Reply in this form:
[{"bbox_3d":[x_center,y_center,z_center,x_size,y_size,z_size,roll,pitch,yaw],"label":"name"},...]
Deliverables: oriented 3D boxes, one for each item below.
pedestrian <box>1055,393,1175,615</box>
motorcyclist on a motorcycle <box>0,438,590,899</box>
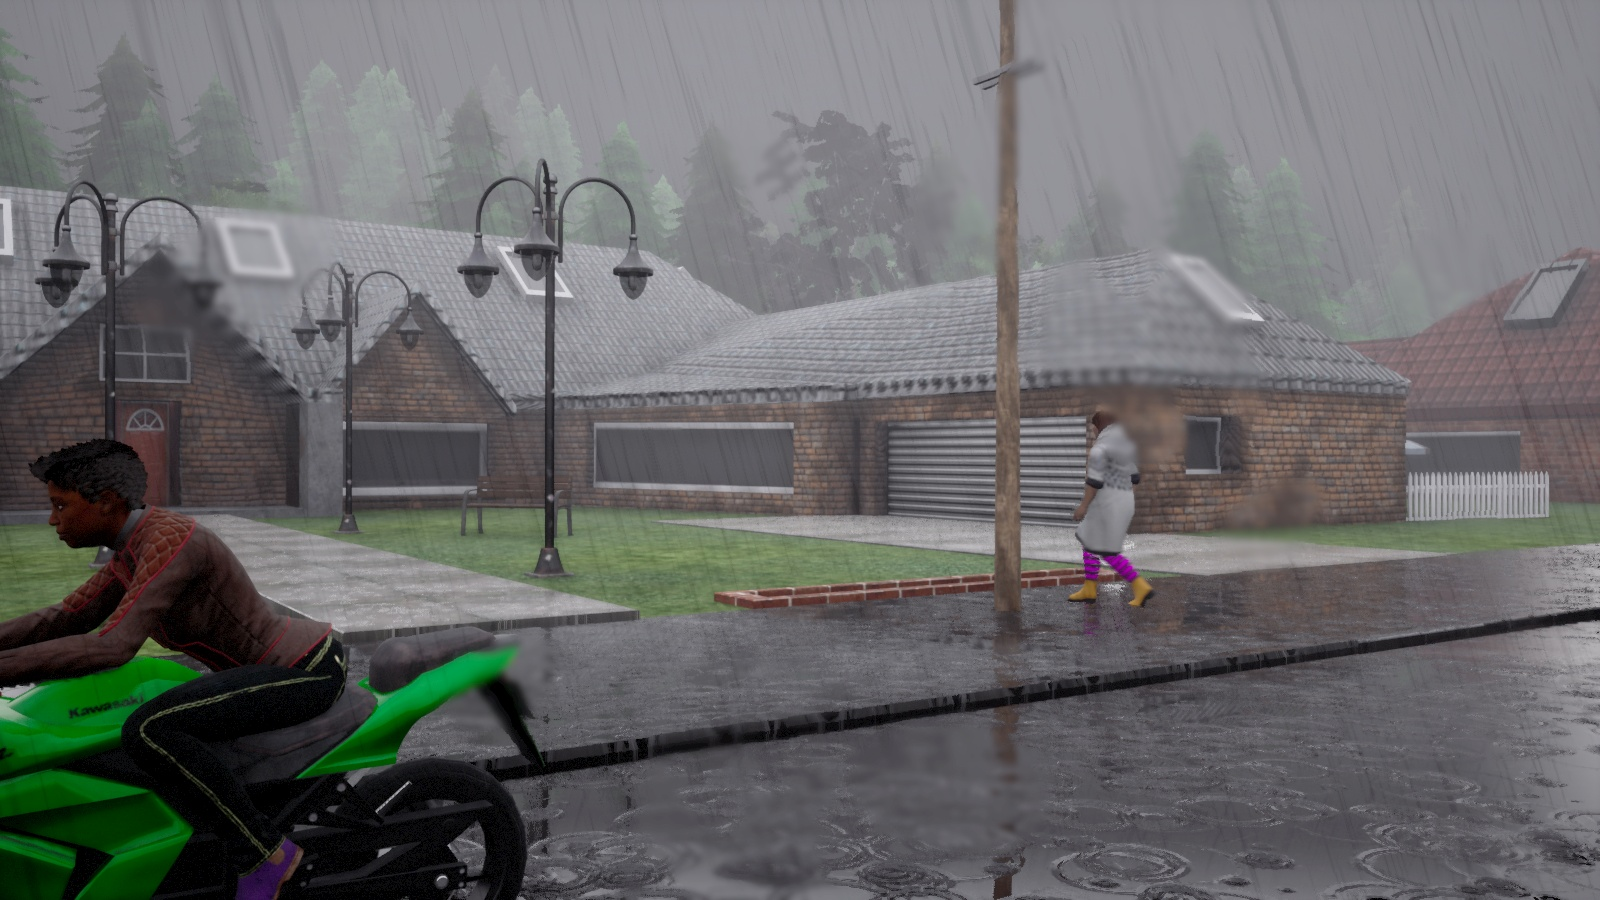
[{"bbox_3d":[2.907,0.477,11.586,0.873,1.952,0.659,0,0,38],"label":"pedestrian"},{"bbox_3d":[-1.640,0.738,3.166,2.044,1.523,0.797,0,0,-34],"label":"motorcyclist on a motorcycle"}]
